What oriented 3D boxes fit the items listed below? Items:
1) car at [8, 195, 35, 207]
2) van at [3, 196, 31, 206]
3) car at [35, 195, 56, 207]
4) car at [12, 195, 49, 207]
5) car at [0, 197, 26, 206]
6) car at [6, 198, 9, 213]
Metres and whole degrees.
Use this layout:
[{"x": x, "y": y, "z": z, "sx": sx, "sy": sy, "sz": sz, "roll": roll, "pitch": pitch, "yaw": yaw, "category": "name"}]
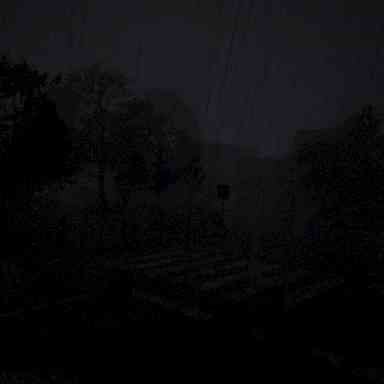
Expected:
[{"x": -28.417, "y": 1.471, "z": 54.688, "sx": 2.150, "sy": 2.045, "sz": 5.566, "roll": 1, "pitch": -1, "yaw": -45, "category": "car"}, {"x": -34.345, "y": 1.764, "z": 65.321, "sx": 1.878, "sy": 1.987, "sz": 4.442, "roll": -2, "pitch": -2, "yaw": 43, "category": "van"}, {"x": -27.546, "y": 1.795, "z": 59.253, "sx": 2.097, "sy": 1.535, "sz": 5.008, "roll": -1, "pitch": -1, "yaw": 42, "category": "car"}, {"x": -29.722, "y": 1.595, "z": 61.204, "sx": 2.435, "sy": 2.045, "sz": 5.566, "roll": -2, "pitch": -1, "yaw": 42, "category": "car"}, {"x": -36.522, "y": 1.945, "z": 67.436, "sx": 2.185, "sy": 1.767, "sz": 4.553, "roll": -2, "pitch": -2, "yaw": 43, "category": "car"}, {"x": -19.455, "y": 1.626, "z": 32.802, "sx": 1.994, "sy": 1.385, "sz": 4.181, "roll": 0, "pitch": 0, "yaw": -10, "category": "car"}]
